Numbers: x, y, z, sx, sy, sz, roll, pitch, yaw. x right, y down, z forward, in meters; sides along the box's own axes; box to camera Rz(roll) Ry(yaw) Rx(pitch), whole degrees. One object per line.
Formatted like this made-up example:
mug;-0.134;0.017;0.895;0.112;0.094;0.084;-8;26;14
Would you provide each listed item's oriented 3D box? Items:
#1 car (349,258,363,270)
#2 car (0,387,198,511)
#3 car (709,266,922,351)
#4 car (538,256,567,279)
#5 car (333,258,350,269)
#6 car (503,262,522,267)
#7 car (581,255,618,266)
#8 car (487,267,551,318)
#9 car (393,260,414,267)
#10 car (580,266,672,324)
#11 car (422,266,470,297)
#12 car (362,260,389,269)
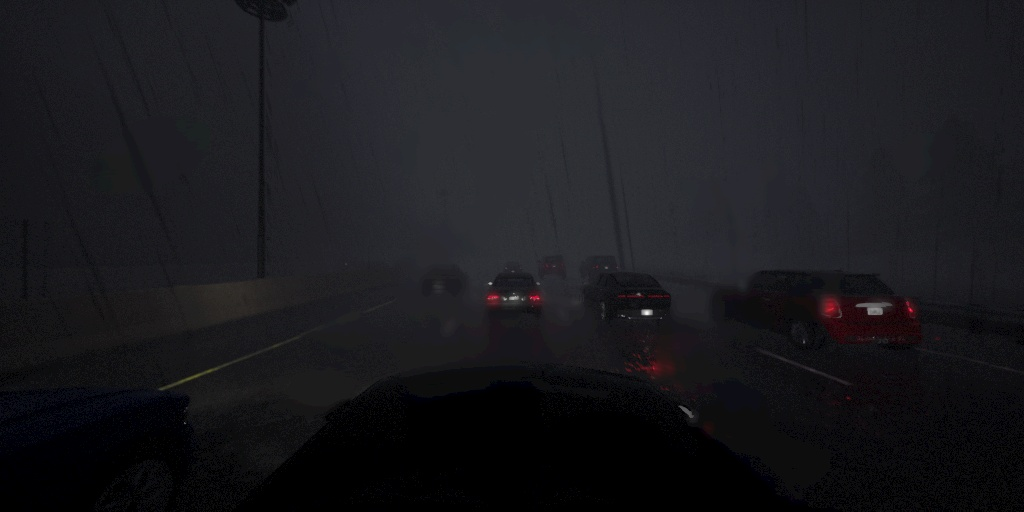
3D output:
car;-21.727;1.319;52.713;1.994;1.385;4.181;0;0;-4
car;-3.400;1.227;0.736;1.882;1.535;5.008;0;0;0
car;7.100;1.103;9.147;2.097;1.767;4.553;0;0;0
car;3.601;0.976;32.466;2.150;2.045;5.566;0;0;0
car;-25.407;1.107;54.703;2.097;1.767;4.553;0;0;-5
car;0.072;1.280;36.353;1.812;1.442;4.674;0;0;-1
car;7.099;0.975;29.643;2.150;2.045;5.566;0;0;0
car;0.094;1.299;13.018;2.033;1.411;5.357;0;0;0
car;-14.404;1.233;47.834;1.882;1.535;5.008;0;0;-3
car;3.600;1.256;11.987;1.837;1.490;4.892;0;0;0
car;-3.399;1.244;19.000;2.128;1.511;4.902;0;0;0
car;-17.917;1.319;47.924;1.994;1.385;4.181;0;0;-3
